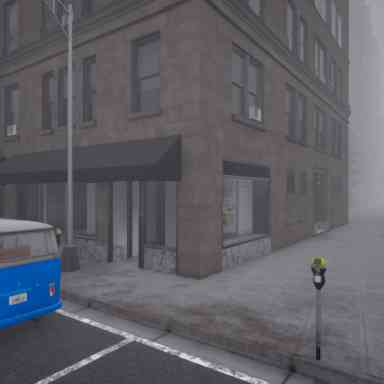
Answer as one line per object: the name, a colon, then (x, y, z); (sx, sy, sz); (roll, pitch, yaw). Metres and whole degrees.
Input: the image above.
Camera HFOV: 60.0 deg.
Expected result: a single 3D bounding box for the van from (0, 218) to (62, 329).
van: (-4.073, 1.340, 5.985); (3.998, 1.788, 1.690); (0, 0, 36)
